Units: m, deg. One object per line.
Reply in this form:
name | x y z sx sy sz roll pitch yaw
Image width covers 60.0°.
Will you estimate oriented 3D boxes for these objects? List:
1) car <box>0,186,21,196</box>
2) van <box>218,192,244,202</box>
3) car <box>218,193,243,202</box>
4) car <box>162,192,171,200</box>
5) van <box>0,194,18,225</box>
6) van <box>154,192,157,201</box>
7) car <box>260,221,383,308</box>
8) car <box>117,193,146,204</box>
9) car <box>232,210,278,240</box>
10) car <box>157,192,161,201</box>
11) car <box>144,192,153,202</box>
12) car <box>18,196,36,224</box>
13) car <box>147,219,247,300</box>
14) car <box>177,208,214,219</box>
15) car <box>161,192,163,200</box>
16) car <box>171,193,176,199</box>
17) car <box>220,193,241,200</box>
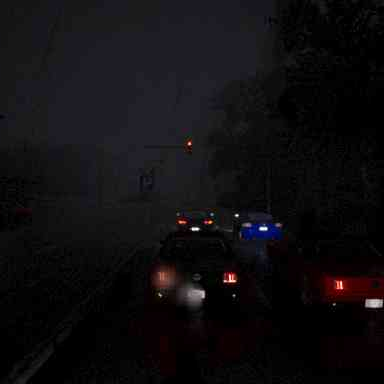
car | -28.159 0.135 52.255 2.002 1.452 4.674 6 -3 -19
van | 7.290 1.040 63.977 4.442 1.987 1.878 1 0 -14
car | 7.674 1.139 66.947 4.553 1.767 2.185 1 0 -14
car | -8.444 1.354 85.319 4.674 1.452 2.002 -1 0 -12
van | -13.600 1.296 20.601 4.442 1.987 1.878 -1 0 -19
van | -10.233 1.090 70.369 4.442 1.987 1.878 -1 0 -14
car | 3.121 1.611 7.887 1.895 1.301 4.718 0 0 0
car | -11.438 1.356 61.385 4.792 1.488 2.163 -1 0 -15
car | 3.165 1.587 16.635 1.994 1.385 4.181 0 0 1
car | -10.005 1.319 73.340 4.892 1.521 2.231 -1 0 -14
car | -10.793 1.313 64.377 5.366 1.575 1.946 -1 0 -15
car | -13.625 1.402 23.579 4.553 1.767 2.185 -1 0 -19
car | 0.111 1.612 8.378 1.895 1.301 4.718 0 0 0
car | 0.173 1.551 17.480 1.812 1.442 4.674 0 0 1
car | -9.632 1.357 76.335 4.674 1.452 2.002 -1 0 -13
car | -7.993 1.062 88.325 5.566 2.045 2.435 -1 0 -12
car | 9.467 1.126 81.646 4.553 1.767 2.185 1 0 -12
